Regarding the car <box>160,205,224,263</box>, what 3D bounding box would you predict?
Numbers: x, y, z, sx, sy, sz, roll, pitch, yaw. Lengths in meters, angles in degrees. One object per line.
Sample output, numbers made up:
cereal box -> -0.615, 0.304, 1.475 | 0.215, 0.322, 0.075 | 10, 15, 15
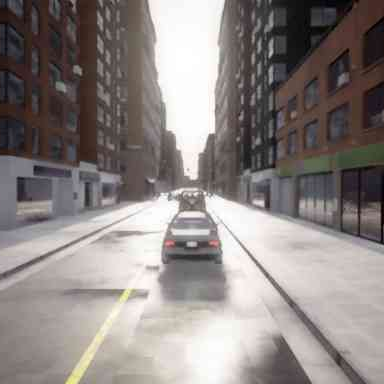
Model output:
car -> 0.027, 1.374, 11.187 | 2.033, 1.411, 5.357 | 0, 1, 1

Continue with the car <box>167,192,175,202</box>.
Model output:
car -> -2.832, 0.698, 51.685 | 2.128, 1.511, 4.902 | 0, 1, 0

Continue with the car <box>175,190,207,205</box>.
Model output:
car -> 0.038, 0.805, 27.192 | 2.150, 2.045, 5.566 | 0, 1, 1
